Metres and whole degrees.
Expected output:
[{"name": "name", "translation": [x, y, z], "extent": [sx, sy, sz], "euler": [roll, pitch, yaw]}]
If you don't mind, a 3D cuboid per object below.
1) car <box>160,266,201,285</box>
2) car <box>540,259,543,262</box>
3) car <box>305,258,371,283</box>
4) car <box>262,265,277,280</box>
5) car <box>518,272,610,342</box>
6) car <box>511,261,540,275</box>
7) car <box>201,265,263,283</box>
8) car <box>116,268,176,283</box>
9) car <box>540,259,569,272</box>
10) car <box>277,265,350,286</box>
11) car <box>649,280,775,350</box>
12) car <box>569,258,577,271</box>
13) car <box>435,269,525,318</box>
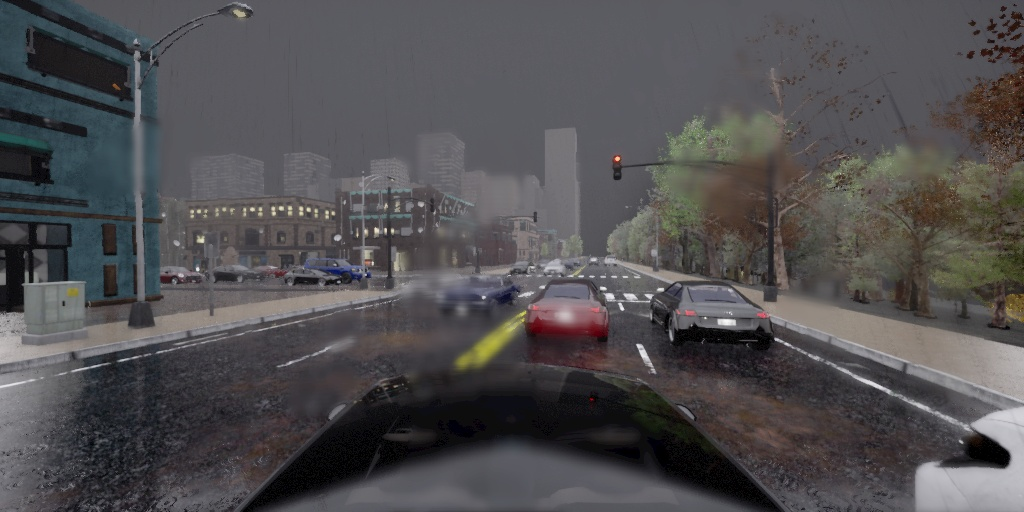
[{"name": "car", "translation": [-28.318, 1.597, 30.212], "extent": [4.097, 1.591, 1.967], "euler": [0, 0, 13]}, {"name": "car", "translation": [4.799, 1.224, 51.887], "extent": [2.128, 1.511, 4.902], "euler": [0, 0, 13]}, {"name": "car", "translation": [-14.506, 1.196, 29.576], "extent": [5.566, 2.045, 2.150], "euler": [-1, 0, 14]}, {"name": "car", "translation": [-20.949, 1.629, 34.361], "extent": [4.718, 1.301, 1.895], "euler": [-1, 0, 14]}, {"name": "car", "translation": [1.644, 1.312, 9.953], "extent": [1.994, 1.385, 4.181], "euler": [0, 0, 13]}, {"name": "car", "translation": [1.229, 1.245, 38.168], "extent": [1.837, 1.490, 4.892], "euler": [0, 0, 17]}, {"name": "car", "translation": [-24.588, 1.572, 31.981], "extent": [5.008, 1.535, 1.882], "euler": [-1, 0, 13]}, {"name": "car", "translation": [-35.200, 1.819, 34.523], "extent": [4.718, 1.301, 1.895], "euler": [-1, 0, 14]}, {"name": "car", "translation": [4.286, 1.266, 35.630], "extent": [1.812, 1.442, 4.674], "euler": [0, 0, 13]}, {"name": "car", "translation": [-14.848, 1.564, 26.875], "extent": [4.313, 1.339, 1.948], "euler": [0, 0, 13]}, {"name": "car", "translation": [4.810, 1.312, 9.217], "extent": [1.994, 1.385, 4.181], "euler": [0, 0, 13]}, {"name": "car", "translation": [7.528, 1.335, 49.302], "extent": [1.895, 1.301, 4.718], "euler": [0, 0, 13]}, {"name": "car", "translation": [-1.040, 1.349, 13.171], "extent": [1.895, 1.301, 4.718], "euler": [0, 0, 13]}]
